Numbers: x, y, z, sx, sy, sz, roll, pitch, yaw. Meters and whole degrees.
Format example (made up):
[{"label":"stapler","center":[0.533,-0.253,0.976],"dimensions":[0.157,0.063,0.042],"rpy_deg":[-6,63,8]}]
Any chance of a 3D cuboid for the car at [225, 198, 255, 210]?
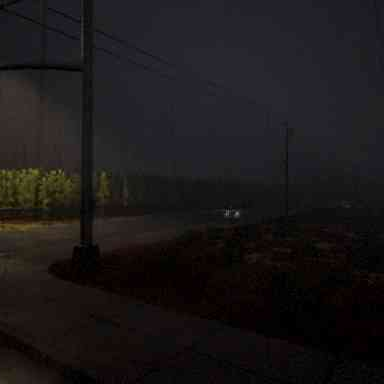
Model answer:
[{"label":"car","center":[6.008,1.431,41.015],"dimensions":[2.033,1.411,5.357],"rpy_deg":[1,0,33]}]
